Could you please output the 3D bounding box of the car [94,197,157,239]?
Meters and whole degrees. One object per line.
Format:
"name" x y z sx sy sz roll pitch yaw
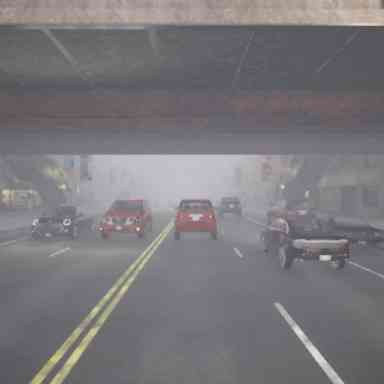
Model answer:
"car" -3.496 1.384 18.719 2.150 2.045 5.566 0 0 0

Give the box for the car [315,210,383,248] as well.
"car" 6.728 1.729 15.378 1.895 1.301 4.718 0 0 0

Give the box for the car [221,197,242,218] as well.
"car" 3.731 1.516 33.924 2.150 2.045 5.566 0 0 0

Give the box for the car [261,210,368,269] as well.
"car" 3.645 1.592 11.467 2.128 1.511 4.902 0 0 1

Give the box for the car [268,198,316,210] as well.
"car" 6.684 1.427 22.777 2.435 2.045 5.566 0 0 0

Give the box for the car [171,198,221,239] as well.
"car" 0.203 1.382 18.426 2.150 2.045 5.566 0 0 0

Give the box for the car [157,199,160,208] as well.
"car" -6.928 2.011 59.953 2.128 1.511 4.902 0 0 1

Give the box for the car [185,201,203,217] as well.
"car" 0.229 1.793 36.402 1.882 1.535 5.008 0 0 0

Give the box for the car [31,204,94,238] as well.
"car" -7.003 1.513 18.475 2.097 1.767 4.553 0 0 0

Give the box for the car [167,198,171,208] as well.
"car" -3.421 2.122 60.135 1.895 1.301 4.718 0 0 1
